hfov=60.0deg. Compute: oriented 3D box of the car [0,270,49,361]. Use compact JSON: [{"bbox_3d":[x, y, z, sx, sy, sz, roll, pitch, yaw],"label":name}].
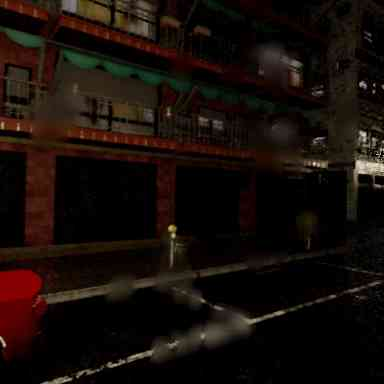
[{"bbox_3d":[-4.037,1.535,3.664,4.507,1.381,1.887,1,1,-35],"label":"car"}]
